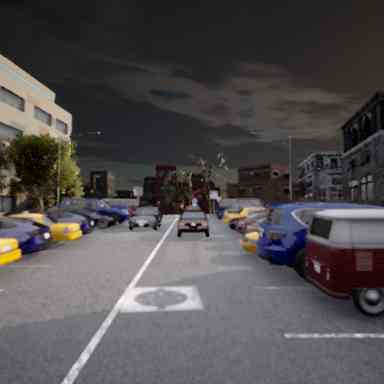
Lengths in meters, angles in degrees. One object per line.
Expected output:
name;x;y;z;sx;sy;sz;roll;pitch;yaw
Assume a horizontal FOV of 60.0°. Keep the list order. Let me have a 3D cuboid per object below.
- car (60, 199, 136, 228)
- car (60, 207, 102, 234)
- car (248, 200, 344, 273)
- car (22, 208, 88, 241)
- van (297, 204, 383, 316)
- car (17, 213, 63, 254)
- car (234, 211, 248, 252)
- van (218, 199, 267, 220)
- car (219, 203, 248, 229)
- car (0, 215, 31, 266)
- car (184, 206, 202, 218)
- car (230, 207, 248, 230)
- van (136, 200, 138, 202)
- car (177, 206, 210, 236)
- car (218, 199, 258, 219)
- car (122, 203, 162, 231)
car;-7.634;1.544;26.254;5.566;2.045;2.435;0;-1;0
car;-7.688;1.725;17.870;4.792;1.488;2.163;0;-1;0
car;4.704;1.347;9.776;5.566;2.045;2.435;0;-1;0
car;-7.842;1.659;15.077;5.366;1.575;1.946;0;-1;0
van;4.794;1.339;6.984;4.442;1.987;1.878;0;-1;0
car;-7.684;1.658;12.282;4.792;1.488;2.163;0;-1;0
car;4.489;1.627;12.438;5.366;1.575;1.946;0;-1;0
van;4.782;1.666;32.088;4.442;1.987;1.878;0;-1;0
car;4.855;1.760;23.602;5.366;1.575;1.946;0;-1;0
car;-7.840;1.592;9.490;5.366;1.575;1.946;0;-1;0
car;0.080;2.187;37.605;1.895;1.301;4.718;0;-2;0
car;4.669;1.736;18.020;4.674;1.452;2.002;0;-1;0
van;-7.783;1.736;34.608;4.442;1.987;1.878;0;-1;0
car;0.090;1.788;19.976;2.033;1.411;5.357;0;-1;0
car;4.637;1.672;26.522;4.553;1.767;2.185;0;-1;0
car;-3.107;1.766;22.876;2.128;1.511;4.902;0;-1;0
